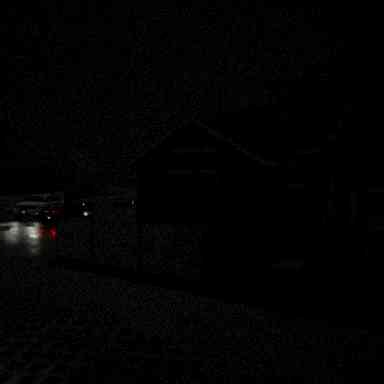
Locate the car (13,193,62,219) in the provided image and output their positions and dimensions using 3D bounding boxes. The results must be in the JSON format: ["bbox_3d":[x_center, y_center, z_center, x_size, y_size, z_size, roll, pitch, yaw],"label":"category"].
[{"bbox_3d":[-12.762,1.171,28.130,2.150,2.045,5.566,2,1,2],"label":"car"}]

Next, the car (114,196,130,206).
[{"bbox_3d":[-10.322,1.286,49.310,2.033,1.411,5.357,2,1,-3],"label":"car"}]

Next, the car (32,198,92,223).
[{"bbox_3d":[-9.917,1.573,25.837,2.128,1.511,4.902,2,1,3],"label":"car"}]

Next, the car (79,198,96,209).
[{"bbox_3d":[-12.729,1.412,38.802,1.895,1.301,4.718,2,1,-2],"label":"car"}]
